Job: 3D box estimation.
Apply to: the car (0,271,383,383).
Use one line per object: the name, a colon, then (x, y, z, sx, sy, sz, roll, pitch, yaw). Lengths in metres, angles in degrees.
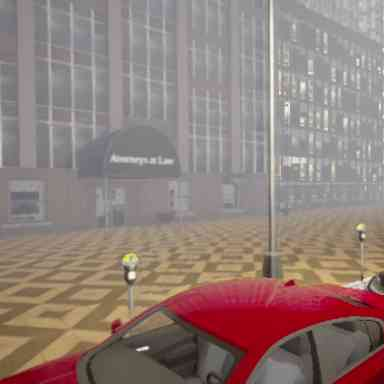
car: (0.311, 1.511, 2.657, 4.507, 1.381, 1.887, -1, 1, -35)
